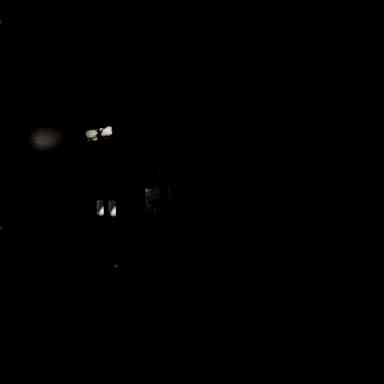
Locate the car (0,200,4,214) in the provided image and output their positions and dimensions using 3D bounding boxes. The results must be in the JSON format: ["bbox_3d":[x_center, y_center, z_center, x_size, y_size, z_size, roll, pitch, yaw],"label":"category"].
[{"bbox_3d":[-17.582,1.490,30.682,2.033,1.411,5.357,0,0,36],"label":"car"}]
